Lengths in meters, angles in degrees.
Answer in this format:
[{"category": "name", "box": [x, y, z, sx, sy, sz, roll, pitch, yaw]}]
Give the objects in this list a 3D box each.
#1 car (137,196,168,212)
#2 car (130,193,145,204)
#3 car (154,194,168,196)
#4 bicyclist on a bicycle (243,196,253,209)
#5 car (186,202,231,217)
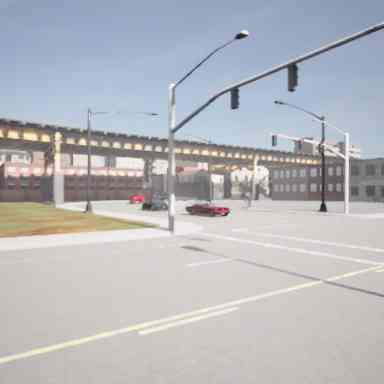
[{"category": "car", "box": [-4.306, 1.545, 39.306, 1.994, 1.385, 4.181, 0, 0, -35]}, {"category": "car", "box": [-10.063, 1.185, 61.837, 2.150, 2.045, 5.566, 0, 0, 1]}, {"category": "car", "box": [-7.221, 1.492, 72.186, 2.128, 1.511, 4.902, 0, 0, 31]}, {"category": "bicyclist on a bicycle", "box": [7.100, 1.305, 42.133, 1.656, 1.620, 0.582, 0, 0, -35]}, {"category": "car", "box": [1.468, 1.595, 31.086, 1.895, 1.301, 4.718, 0, 0, -35]}]
